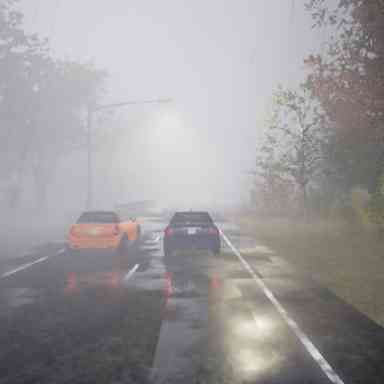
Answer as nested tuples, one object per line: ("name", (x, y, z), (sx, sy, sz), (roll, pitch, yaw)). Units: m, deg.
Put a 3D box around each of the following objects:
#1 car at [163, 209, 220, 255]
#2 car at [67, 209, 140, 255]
("car", (-0.006, 1.482, 14.088), (2.097, 1.767, 4.553), (0, -1, 0))
("car", (-3.506, 1.482, 14.077), (2.097, 1.767, 4.553), (0, -1, 0))
